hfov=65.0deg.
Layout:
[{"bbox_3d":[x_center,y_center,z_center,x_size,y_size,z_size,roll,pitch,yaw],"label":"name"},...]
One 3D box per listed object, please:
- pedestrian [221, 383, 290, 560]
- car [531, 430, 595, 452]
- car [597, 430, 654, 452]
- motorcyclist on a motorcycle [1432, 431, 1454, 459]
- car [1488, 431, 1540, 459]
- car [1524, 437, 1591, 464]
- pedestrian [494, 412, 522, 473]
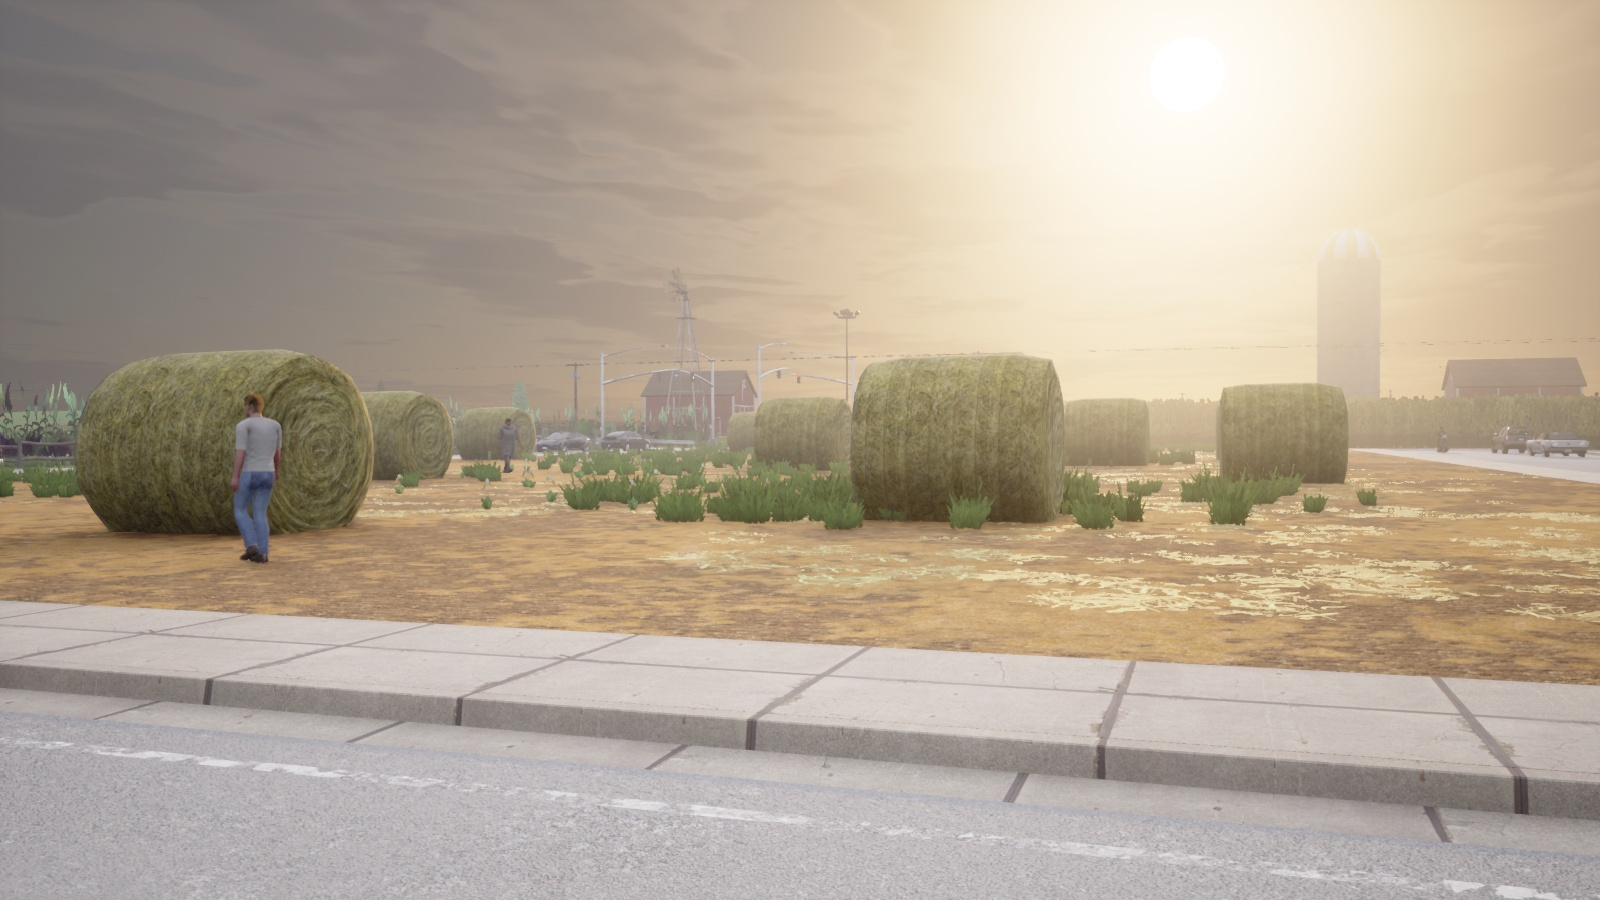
[{"bbox_3d":[-5.802,0.220,13.372,0.706,1.836,0.354,1,1,36],"label":"pedestrian"},{"bbox_3d":[-16.597,-0.682,88.143,2.163,1.488,4.792,1,1,21],"label":"car"},{"bbox_3d":[-12.362,-0.680,89.347,1.837,1.490,4.892,1,1,21],"label":"car"},{"bbox_3d":[39.070,-0.325,76.324,0.766,1.649,2.350,1,1,17],"label":"motorcyclist on a motorcycle"},{"bbox_3d":[42.001,-0.328,73.940,1.851,1.617,3.988,1,1,18],"label":"car"},{"bbox_3d":[39.205,0.005,65.106,1.895,1.301,4.718,1,1,18],"label":"car"},{"bbox_3d":[-9.521,-0.239,40.926,0.659,1.952,0.873,0,1,-28],"label":"pedestrian"}]
